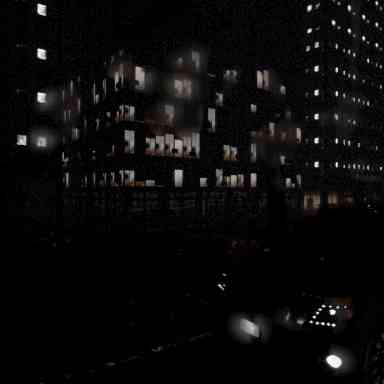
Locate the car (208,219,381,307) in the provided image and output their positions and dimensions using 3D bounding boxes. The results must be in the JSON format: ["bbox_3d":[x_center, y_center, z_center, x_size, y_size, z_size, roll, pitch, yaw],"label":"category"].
[{"bbox_3d":[2.760,1.545,8.516,4.507,1.381,1.887,0,0,-35],"label":"car"}]

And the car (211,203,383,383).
[{"bbox_3d":[2.915,1.223,5.447,5.566,2.045,2.150,0,0,-35],"label":"car"}]
